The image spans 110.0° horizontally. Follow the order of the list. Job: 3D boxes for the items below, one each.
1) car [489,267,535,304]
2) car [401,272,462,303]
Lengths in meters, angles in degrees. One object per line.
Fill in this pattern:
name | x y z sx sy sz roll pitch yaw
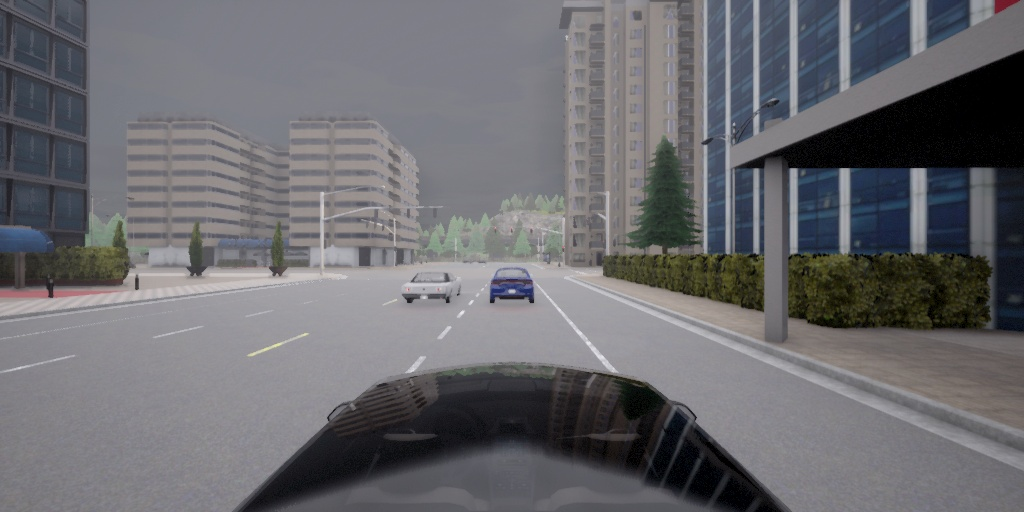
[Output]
car | 0.000 1.234 16.500 1.882 1.535 5.008 0 0 0
car | -3.500 1.365 16.530 1.895 1.301 4.718 0 0 0
